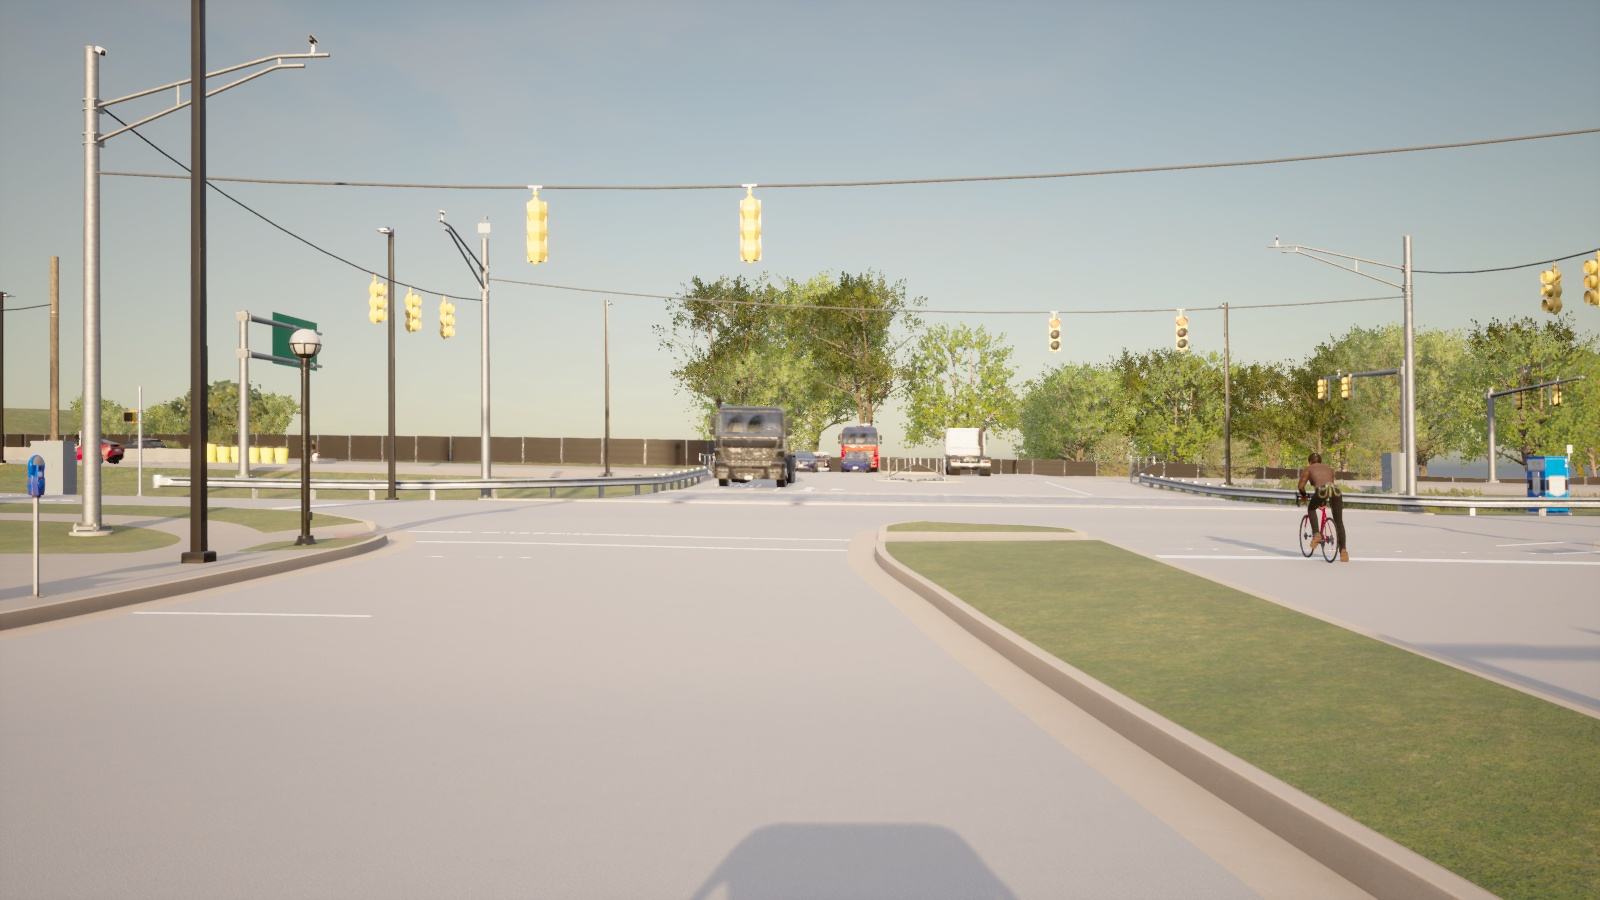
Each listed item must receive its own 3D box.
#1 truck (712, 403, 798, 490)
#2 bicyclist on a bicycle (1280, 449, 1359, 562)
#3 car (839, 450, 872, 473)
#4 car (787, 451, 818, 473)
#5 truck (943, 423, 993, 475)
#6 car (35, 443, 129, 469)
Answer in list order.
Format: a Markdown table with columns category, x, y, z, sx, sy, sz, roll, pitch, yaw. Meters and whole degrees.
| category | x | y | z | sx | sy | sz | roll | pitch | yaw |
| --- | --- | --- | --- | --- | --- | --- | --- | --- | --- |
| truck | -1.814 | -0.199 | 54.275 | 2.891 | 3.462 | 7.936 | 0 | 1 | 4 |
| bicyclist on a bicycle | 7.829 | 0.809 | 18.989 | 0.582 | 1.620 | 1.656 | 0 | 0 | 4 |
| car | 3.889 | 0.791 | 87.023 | 2.163 | 1.488 | 4.792 | 0 | -1 | 4 |
| car | 0.190 | 0.788 | 83.926 | 1.812 | 1.442 | 4.674 | 0 | 0 | 4 |
| truck | 11.581 | -0.043 | 87.275 | 2.891 | 3.462 | 7.936 | 0 | -1 | 4 |
| car | -42.970 | 0.370 | 75.178 | 4.514 | 1.525 | 2.007 | 0 | -1 | 4 |
